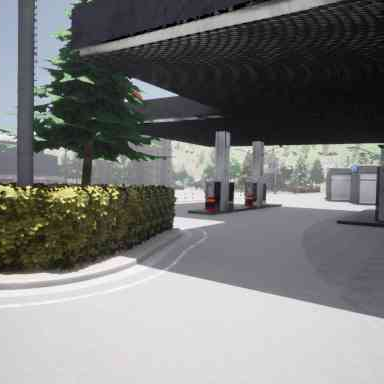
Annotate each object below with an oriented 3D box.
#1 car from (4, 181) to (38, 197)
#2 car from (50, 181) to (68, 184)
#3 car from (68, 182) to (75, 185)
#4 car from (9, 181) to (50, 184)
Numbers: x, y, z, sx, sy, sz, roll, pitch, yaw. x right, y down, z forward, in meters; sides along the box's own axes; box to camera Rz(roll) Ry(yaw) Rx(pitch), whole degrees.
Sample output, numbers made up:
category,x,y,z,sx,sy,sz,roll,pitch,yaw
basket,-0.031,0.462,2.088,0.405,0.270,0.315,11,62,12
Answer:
category,x,y,z,sx,sy,sz,roll,pitch,yaw
car,-21.836,-0.463,42.376,4.605,1.855,1.932,2,2,35
car,-26.895,-1.257,65.394,3.866,1.878,1.905,2,2,35
car,-25.562,-1.284,68.009,4.605,1.855,1.932,2,2,35
car,-17.290,-0.178,35.168,3.866,1.878,1.905,2,2,35
